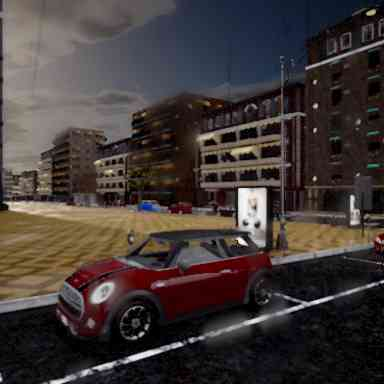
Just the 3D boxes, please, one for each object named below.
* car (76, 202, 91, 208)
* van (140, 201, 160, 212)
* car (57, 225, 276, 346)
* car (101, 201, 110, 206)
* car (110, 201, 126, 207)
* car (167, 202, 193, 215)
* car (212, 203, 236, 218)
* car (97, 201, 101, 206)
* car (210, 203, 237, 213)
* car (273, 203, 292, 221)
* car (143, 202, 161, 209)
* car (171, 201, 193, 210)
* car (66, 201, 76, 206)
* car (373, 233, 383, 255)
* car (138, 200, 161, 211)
[{"bbox_3d":[-24.901,2.938,77.750,2.008,1.369,4.403,-1,0,-36],"label":"car"},{"bbox_3d":[-6.591,2.272,52.450,1.690,1.788,3.998,-1,0,-36],"label":"van"},{"bbox_3d":[-0.348,1.471,6.323,4.097,1.590,1.967,1,-1,-36],"label":"car"},{"bbox_3d":[-21.385,3.051,87.177,1.947,1.339,4.313,-1,0,-36],"label":"car"},{"bbox_3d":[-18.118,2.843,82.669,1.967,1.590,4.097,-1,0,-36],"label":"car"},{"bbox_3d":[-1.666,2.352,45.567,1.887,1.381,4.507,-1,0,-36],"label":"car"},{"bbox_3d":[4.420,2.207,37.097,2.008,1.369,4.403,-1,0,-36],"label":"car"},{"bbox_3d":[-24.655,3.112,91.686,1.887,1.381,4.507,-1,0,-36],"label":"car"},{"bbox_3d":[4.834,2.416,51.156,1.802,1.307,4.206,-1,0,-36],"label":"car"},{"bbox_3d":[7.689,2.126,32.589,2.008,1.369,4.403,-1,0,-36],"label":"car"},{"bbox_3d":[-8.307,2.741,69.143,1.802,1.307,4.206,-1,0,-36],"label":"car"},{"bbox_3d":[-1.767,2.436,60.130,1.967,1.590,4.097,-1,0,-36],"label":"car"},{"bbox_3d":[-31.440,3.096,86.767,1.887,1.381,4.507,-1,0,-36],"label":"car"},{"bbox_3d":[8.649,1.717,12.745,4.206,1.307,1.802,1,-1,-36],"label":"car"},{"bbox_3d":[-7.429,2.361,58.256,2.097,1.767,4.553,0,-1,-36],"label":"car"}]
